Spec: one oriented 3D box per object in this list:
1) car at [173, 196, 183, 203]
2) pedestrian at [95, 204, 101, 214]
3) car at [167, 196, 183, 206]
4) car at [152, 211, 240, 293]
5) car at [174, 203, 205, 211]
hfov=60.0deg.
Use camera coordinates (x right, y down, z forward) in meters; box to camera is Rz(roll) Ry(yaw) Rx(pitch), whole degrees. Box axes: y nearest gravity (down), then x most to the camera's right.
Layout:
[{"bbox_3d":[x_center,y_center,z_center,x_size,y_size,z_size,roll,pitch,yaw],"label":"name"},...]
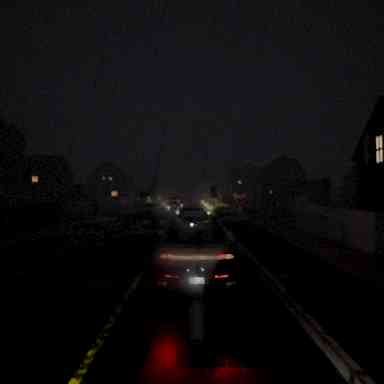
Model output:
[{"bbox_3d":[-2.875,1.546,68.778,1.812,1.442,4.674,0,0,0],"label":"car"},{"bbox_3d":[-9.877,1.317,34.732,0.375,1.860,0.375,0,-3,-1],"label":"pedestrian"},{"bbox_3d":[-2.920,1.461,53.789,1.882,1.535,5.008,0,0,0],"label":"car"},{"bbox_3d":[0.084,1.473,8.771,2.128,1.511,4.902,0,0,0],"label":"car"},{"bbox_3d":[0.065,1.531,17.944,1.994,1.385,4.181,0,0,0],"label":"car"}]
